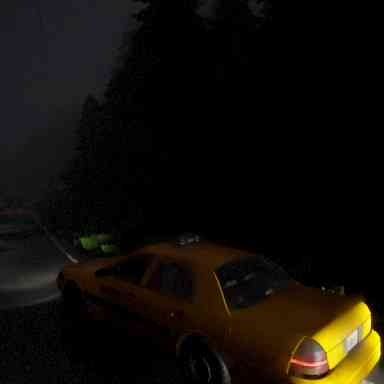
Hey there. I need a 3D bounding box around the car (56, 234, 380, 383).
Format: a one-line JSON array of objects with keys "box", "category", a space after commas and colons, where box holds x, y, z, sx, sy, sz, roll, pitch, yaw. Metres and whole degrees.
[{"box": [-0.256, 1.418, 5.070, 5.366, 1.575, 1.801, 1, 1, 44], "category": "car"}]

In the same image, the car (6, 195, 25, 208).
[{"box": [-21.212, 1.058, 40.005, 2.128, 1.511, 4.902, -2, 2, -27], "category": "car"}]
